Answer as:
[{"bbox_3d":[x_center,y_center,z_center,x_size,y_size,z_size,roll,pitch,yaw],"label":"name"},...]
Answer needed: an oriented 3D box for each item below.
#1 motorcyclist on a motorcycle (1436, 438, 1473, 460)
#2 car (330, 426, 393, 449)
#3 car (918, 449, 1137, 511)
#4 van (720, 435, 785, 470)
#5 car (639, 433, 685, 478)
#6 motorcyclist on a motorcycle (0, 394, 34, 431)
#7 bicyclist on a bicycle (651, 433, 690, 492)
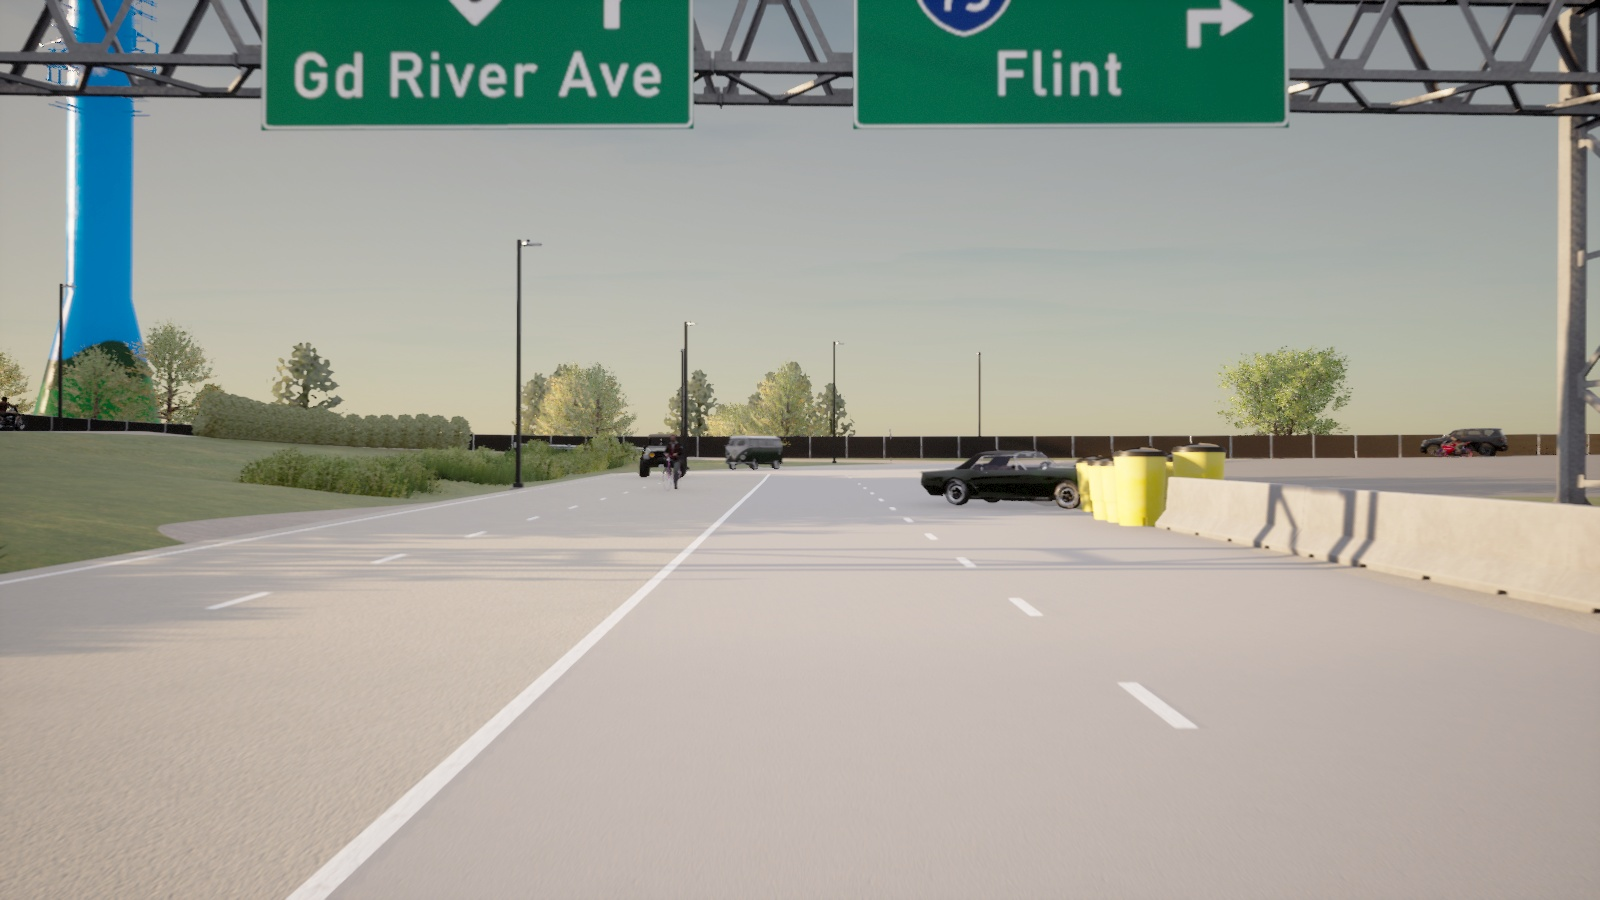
[{"bbox_3d":[45.445,-0.076,87.251,2.191,1.530,0.866,0,-1,33],"label":"motorcyclist on a motorcycle"},{"bbox_3d":[-31.710,-0.916,90.896,1.970,1.475,3.806,-1,-2,39],"label":"car"},{"bbox_3d":[5.313,0.677,29.693,4.718,1.301,1.895,-1,1,39],"label":"car"},{"bbox_3d":[-2.730,0.167,73.331,1.775,1.987,4.442,0,0,28],"label":"van"},{"bbox_3d":[-5.976,0.218,54.600,1.905,1.878,3.866,0,0,-5],"label":"car"},{"bbox_3d":[-36.334,-1.703,57.698,0.766,1.649,2.350,0,1,2],"label":"motorcyclist on a motorcycle"},{"bbox_3d":[-3.982,0.389,38.822,0.659,1.776,1.843,-1,0,11],"label":"bicyclist on a bicycle"}]
